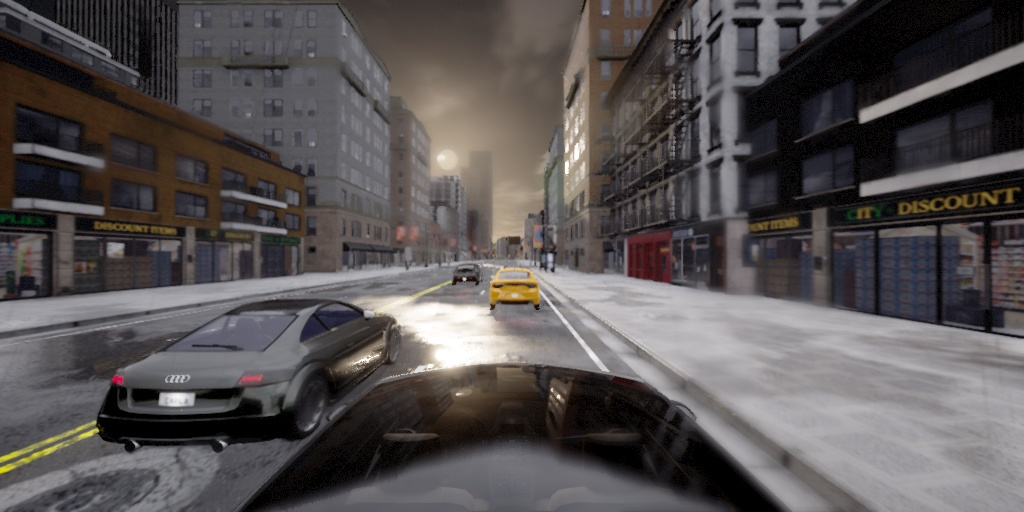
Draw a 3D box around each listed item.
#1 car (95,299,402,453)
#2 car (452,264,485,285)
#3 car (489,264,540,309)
[{"bbox_3d":[-3.149,1.319,5.377,1.994,1.385,4.181,0,0,0],"label":"car"},{"bbox_3d":[-3.149,1.289,26.155,1.837,1.490,4.892,0,0,0],"label":"car"},{"bbox_3d":[0.101,1.246,15.123,1.882,1.535,5.008,0,0,0],"label":"car"}]
